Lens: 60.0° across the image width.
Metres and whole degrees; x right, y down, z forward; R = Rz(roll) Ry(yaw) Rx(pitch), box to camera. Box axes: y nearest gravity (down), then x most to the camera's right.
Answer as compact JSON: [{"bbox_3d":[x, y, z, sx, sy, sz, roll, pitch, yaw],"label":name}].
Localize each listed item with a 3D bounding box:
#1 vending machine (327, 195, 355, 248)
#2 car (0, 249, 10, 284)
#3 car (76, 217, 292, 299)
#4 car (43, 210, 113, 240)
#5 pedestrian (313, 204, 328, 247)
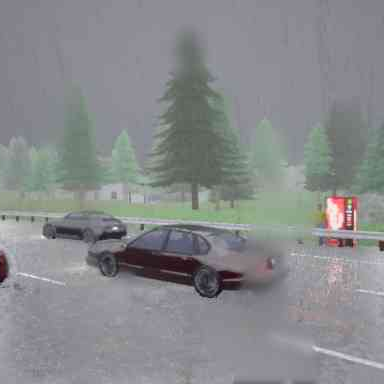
[{"bbox_3d":[6.321,1.195,14.092,0.880,2.100,1.100,0,0,35],"label":"vending machine"},{"bbox_3d":[-6.396,1.564,8.177,4.181,1.385,1.994,0,0,33],"label":"car"},{"bbox_3d":[-0.321,1.547,8.471,5.357,1.411,2.033,0,0,34],"label":"car"},{"bbox_3d":[-5.053,1.564,15.609,4.181,1.385,1.994,0,0,32],"label":"car"},{"bbox_3d":[5.396,1.294,13.903,0.375,1.860,0.375,0,0,35],"label":"pedestrian"}]
